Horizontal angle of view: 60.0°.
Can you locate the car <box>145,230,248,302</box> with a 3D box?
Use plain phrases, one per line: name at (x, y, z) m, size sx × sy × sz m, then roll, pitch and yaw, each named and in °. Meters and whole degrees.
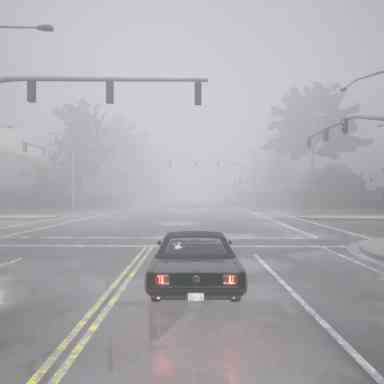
car at (0.065, 1.601, 8.208) m, size 1.895 × 1.301 × 4.718 m, roll 0°, pitch 0°, yaw 0°
